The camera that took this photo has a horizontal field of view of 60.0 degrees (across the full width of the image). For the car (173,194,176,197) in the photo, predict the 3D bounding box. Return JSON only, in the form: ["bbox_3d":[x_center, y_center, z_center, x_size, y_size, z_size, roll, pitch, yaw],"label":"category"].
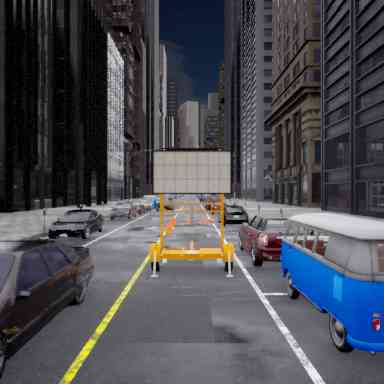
[{"bbox_3d":[-5.741,1.363,78.781,2.192,1.841,5.009,0,0,0],"label":"car"}]

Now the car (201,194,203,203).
[{"bbox_3d":[2.775,1.334,45.134,2.192,1.841,5.009,0,0,0],"label":"car"}]

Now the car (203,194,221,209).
[{"bbox_3d":[2.774,1.330,39.525,2.192,1.841,5.009,0,0,0],"label":"car"}]

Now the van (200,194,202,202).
[{"bbox_3d":[2.780,1.374,61.962,1.690,1.788,3.998,0,0,0],"label":"van"}]

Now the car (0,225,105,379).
[{"bbox_3d":[-3.100,1.548,5.308,2.033,1.411,5.357,0,0,0],"label":"car"}]

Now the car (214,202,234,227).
[{"bbox_3d":[2.769,1.570,22.697,1.947,1.339,4.313,0,0,0],"label":"car"}]

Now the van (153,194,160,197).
[{"bbox_3d":[-5.750,1.360,45.124,1.690,1.788,3.998,0,0,0],"label":"van"}]

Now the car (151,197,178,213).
[{"bbox_3d":[-2.989,1.561,37.662,2.033,1.411,5.357,0,0,0],"label":"car"}]

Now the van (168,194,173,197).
[{"bbox_3d":[-5.743,1.383,73.172,1.690,1.788,3.998,0,0,0],"label":"van"}]

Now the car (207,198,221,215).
[{"bbox_3d":[2.772,1.593,33.916,1.802,1.307,4.206,0,0,0],"label":"car"}]

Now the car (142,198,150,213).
[{"bbox_3d":[-5.753,1.593,33.905,1.802,1.307,4.206,0,0,0],"label":"car"}]

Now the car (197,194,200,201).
[{"bbox_3d":[2.783,1.357,73.180,2.192,1.841,5.009,0,0,0],"label":"car"}]

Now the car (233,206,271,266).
[{"bbox_3d":[2.767,1.441,11.480,1.967,1.590,4.097,0,0,0],"label":"car"}]

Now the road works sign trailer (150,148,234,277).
[{"bbox_3d":[0.003,0.465,10.205,2.380,3.560,2.880,0,0,0],"label":"road works sign trailer"}]

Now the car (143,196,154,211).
[{"bbox_3d":[-5.752,1.540,39.345,1.752,1.417,4.829,0,0,0],"label":"car"}]

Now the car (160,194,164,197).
[{"bbox_3d":[-5.748,1.463,50.734,1.967,1.590,4.097,0,0,0],"label":"car"}]

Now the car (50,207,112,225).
[{"bbox_3d":[-5.757,1.568,17.077,1.947,1.339,4.313,0,0,0],"label":"car"}]

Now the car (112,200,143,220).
[{"bbox_3d":[-5.754,1.558,28.296,2.008,1.369,4.403,0,0,0],"label":"car"}]

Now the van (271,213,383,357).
[{"bbox_3d":[2.765,1.341,5.871,1.690,1.788,3.998,0,0,0],"label":"van"}]

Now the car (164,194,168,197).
[{"bbox_3d":[-5.747,1.343,56.343,2.192,1.841,5.009,0,0,0],"label":"car"}]
